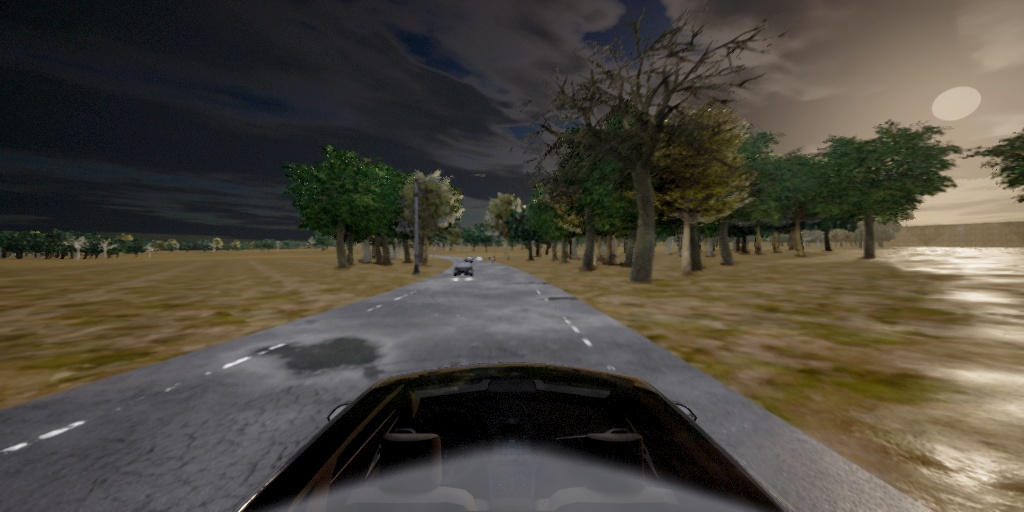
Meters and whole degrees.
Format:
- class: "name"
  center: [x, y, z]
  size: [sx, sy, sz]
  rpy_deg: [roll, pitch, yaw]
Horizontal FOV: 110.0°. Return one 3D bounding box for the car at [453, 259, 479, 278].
- class: "car"
  center: [-4.653, 1.303, 35.261]
  size: [2.033, 1.411, 5.357]
  rpy_deg: [0, 0, -3]
